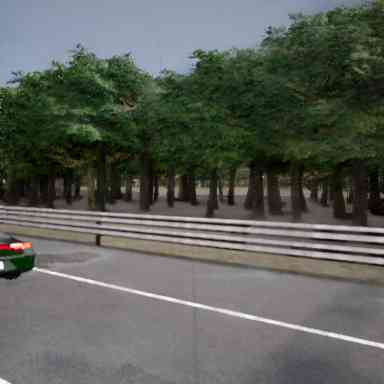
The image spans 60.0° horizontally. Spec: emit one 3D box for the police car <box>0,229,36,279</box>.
[{"bbox_3d":[-6.325,1.443,8.673,4.974,1.542,2.038,1,0,34],"label":"police car"}]
